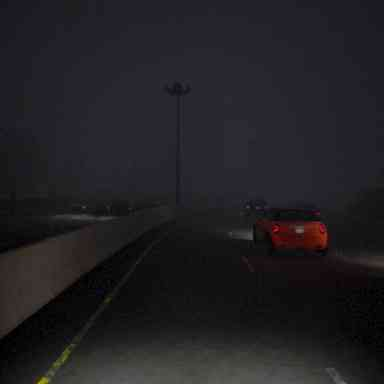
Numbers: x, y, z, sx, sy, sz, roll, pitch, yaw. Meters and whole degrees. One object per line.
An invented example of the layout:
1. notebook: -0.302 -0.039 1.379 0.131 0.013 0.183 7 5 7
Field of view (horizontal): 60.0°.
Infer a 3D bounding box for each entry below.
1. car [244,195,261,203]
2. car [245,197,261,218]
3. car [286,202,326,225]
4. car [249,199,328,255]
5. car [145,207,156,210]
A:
1. car: 12.964 1.506 70.886 1.837 1.490 4.892 0 0 35
2. car: 5.889 1.354 29.818 2.097 1.767 4.553 0 0 11
3. car: 8.492 1.549 25.281 2.033 1.411 5.357 0 0 10
4. car: 3.774 1.352 13.495 2.097 1.767 4.553 0 0 2
5. car: -4.543 1.528 32.129 1.812 1.442 4.674 0 0 13
